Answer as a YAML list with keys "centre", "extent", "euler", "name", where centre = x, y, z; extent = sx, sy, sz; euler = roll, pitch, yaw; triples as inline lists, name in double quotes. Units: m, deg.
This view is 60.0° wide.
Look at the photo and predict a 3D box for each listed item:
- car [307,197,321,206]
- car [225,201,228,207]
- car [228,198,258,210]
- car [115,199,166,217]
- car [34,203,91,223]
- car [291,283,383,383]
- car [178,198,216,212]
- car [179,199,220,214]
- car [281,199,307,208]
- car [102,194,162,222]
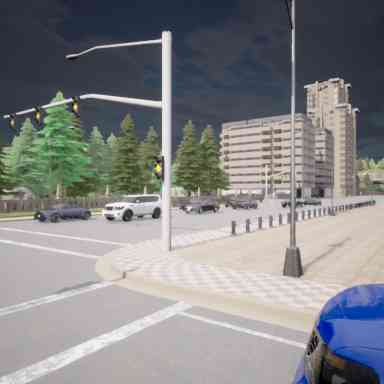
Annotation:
- centre: [20.229, 1.564, 55.678]
  extent: [1.994, 1.385, 4.181]
  euler: [0, 0, 35]
  name: "car"
- centre: [6.526, 1.564, 48.791]
  extent: [1.994, 1.385, 4.181]
  euler: [0, 0, 36]
  name: "car"
- centre: [6.945, 1.564, 43.382]
  extent: [1.994, 1.385, 4.181]
  euler: [0, 0, 36]
  name: "car"
- centre: [-4.974, 1.491, 32.725]
  extent: [2.128, 1.511, 4.902]
  euler: [0, 0, 35]
  name: "car"
- centre: [-9.937, 1.564, 25.765]
  extent: [1.994, 1.385, 4.181]
  euler: [0, 0, 35]
  name: "car"
- centre: [3.361, 1.221, 1.569]
  extent: [5.566, 2.045, 2.150]
  euler: [0, 0, 36]
  name: "car"
- centre: [0.702, 1.547, 40.682]
  extent: [2.033, 1.411, 5.357]
  euler: [0, 0, 36]
  name: "car"
- centre: [1.120, 1.491, 35.239]
  extent: [2.128, 1.511, 4.902]
  euler: [0, 0, 36]
  name: "car"
- centre: [14.446, 1.601, 47.568]
  extent: [1.895, 1.301, 4.718]
  euler: [0, 0, 35]
  name: "car"
- centre: [-4.644, 1.221, 27.159]
  extent: [2.150, 2.045, 5.566]
  euler: [0, 0, 35]
  name: "car"
